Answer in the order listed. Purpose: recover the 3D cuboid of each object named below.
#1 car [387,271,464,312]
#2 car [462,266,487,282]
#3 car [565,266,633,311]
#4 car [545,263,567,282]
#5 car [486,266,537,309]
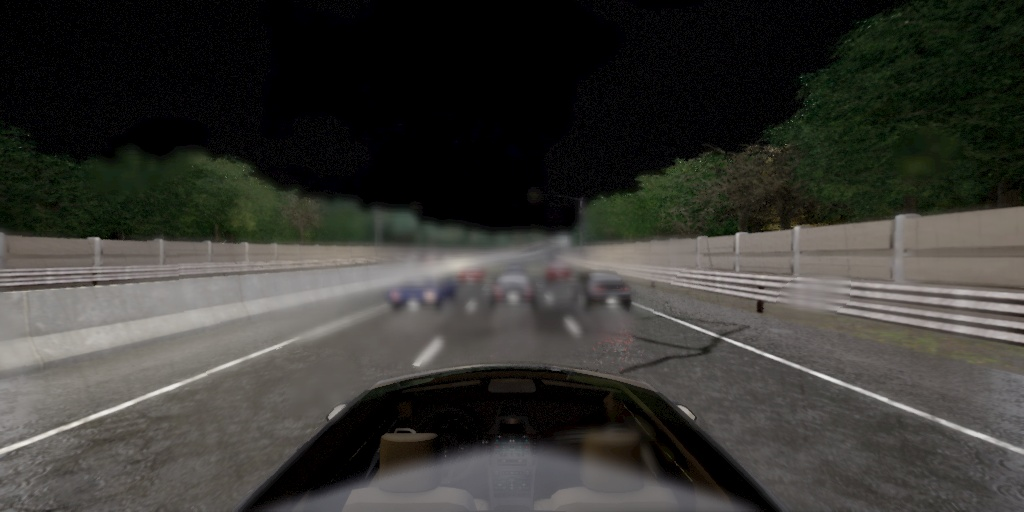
[{"bbox_3d":[-3.415,1.437,14.818,1.895,1.301,4.718,0,0,1],"label":"car"},{"bbox_3d":[-3.156,1.454,29.733,1.895,1.301,4.718,0,0,2],"label":"car"},{"bbox_3d":[3.591,1.345,15.012,1.837,1.490,4.892,0,0,1],"label":"car"},{"bbox_3d":[3.878,1.332,30.590,1.882,1.535,5.008,0,0,2],"label":"car"},{"bbox_3d":[0.100,1.364,15.447,1.812,1.442,4.674,0,0,1],"label":"car"}]
